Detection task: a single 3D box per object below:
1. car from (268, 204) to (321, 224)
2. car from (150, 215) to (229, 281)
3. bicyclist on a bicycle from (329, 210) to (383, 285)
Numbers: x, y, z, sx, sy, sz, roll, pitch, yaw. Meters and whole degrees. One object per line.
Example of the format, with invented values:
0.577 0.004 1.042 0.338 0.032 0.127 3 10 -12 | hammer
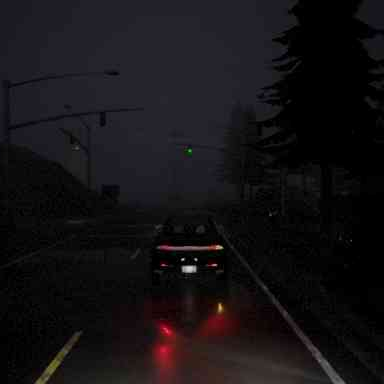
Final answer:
7.388 1.529 22.800 4.181 1.385 1.994 0 0 -1 | car
-0.077 1.394 9.495 2.128 1.511 4.902 0 1 0 | car
3.778 1.226 7.191 1.656 1.620 0.582 0 1 -1 | bicyclist on a bicycle
